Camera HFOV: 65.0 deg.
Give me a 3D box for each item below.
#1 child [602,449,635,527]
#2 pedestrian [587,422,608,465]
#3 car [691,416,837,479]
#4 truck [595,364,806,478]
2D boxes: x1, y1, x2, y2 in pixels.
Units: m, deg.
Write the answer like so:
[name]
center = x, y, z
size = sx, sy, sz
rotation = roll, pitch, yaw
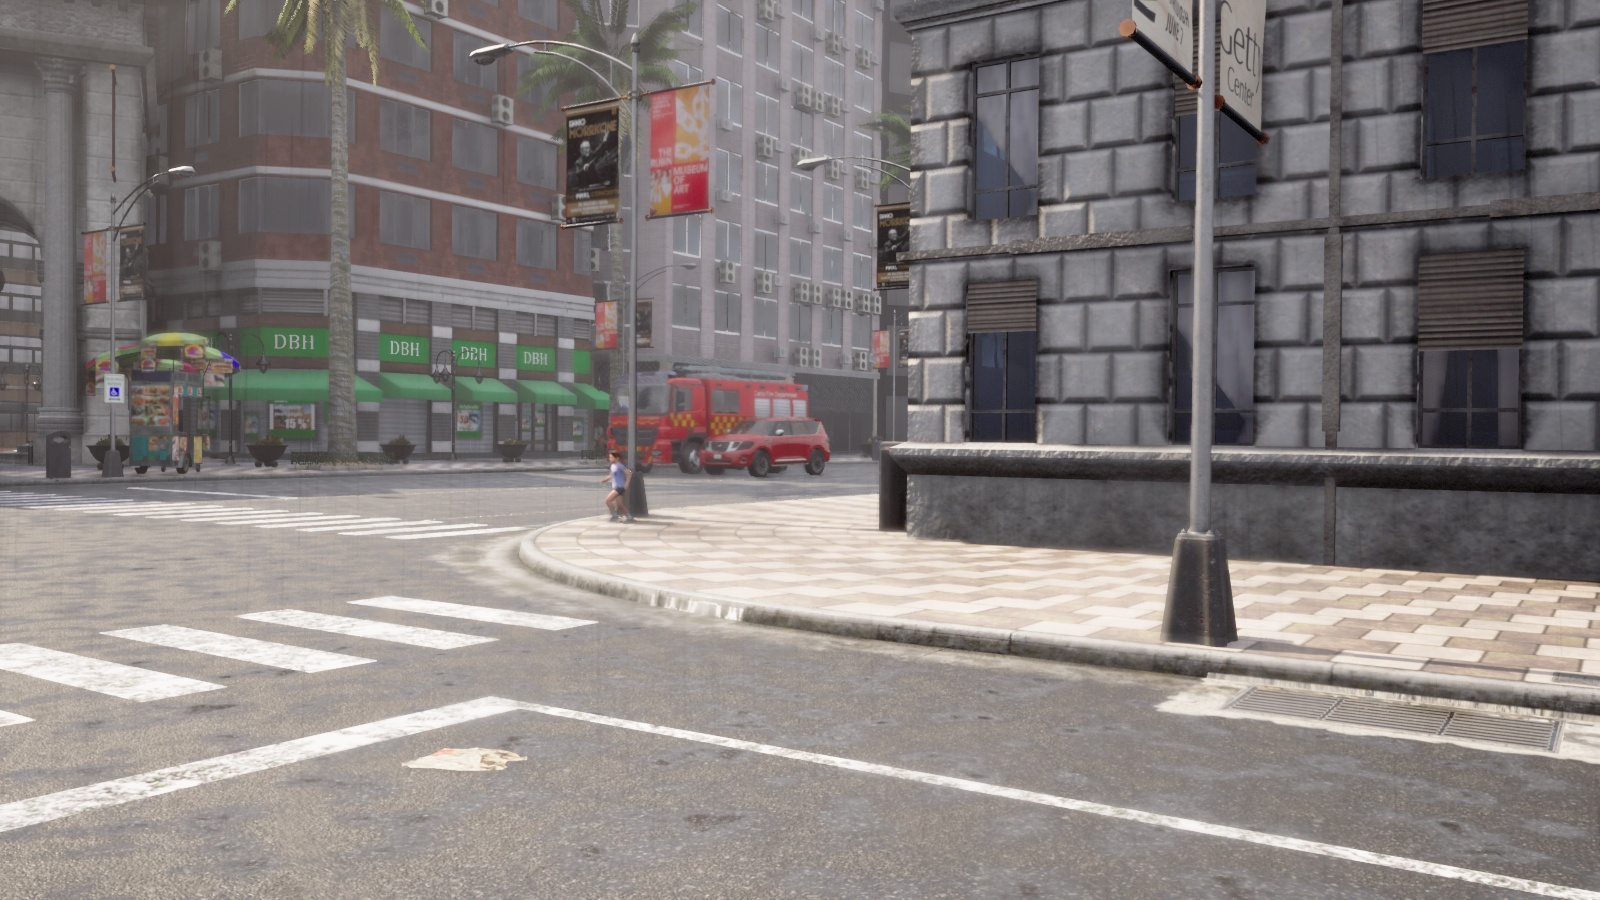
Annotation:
[child]
center = -2.626, 0.543, 18.183
size = 0.394, 1.110, 0.255
rotation = -1, 1, -28
[pedestrian]
center = -8.705, -0.270, 53.963
size = 0.540, 1.848, 0.694
rotation = 0, 1, 44
[car]
center = -1.147, -0.131, 43.378
size = 2.150, 2.045, 5.566
rotation = 0, 1, 35
[truck]
center = -3.430, -1.034, 46.251
size = 2.891, 3.827, 8.468
rotation = 0, 1, 36
